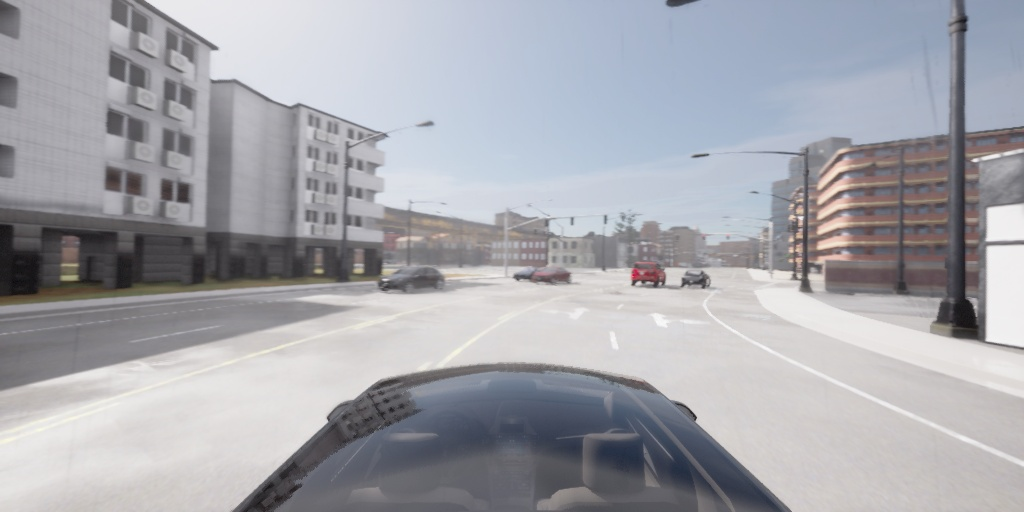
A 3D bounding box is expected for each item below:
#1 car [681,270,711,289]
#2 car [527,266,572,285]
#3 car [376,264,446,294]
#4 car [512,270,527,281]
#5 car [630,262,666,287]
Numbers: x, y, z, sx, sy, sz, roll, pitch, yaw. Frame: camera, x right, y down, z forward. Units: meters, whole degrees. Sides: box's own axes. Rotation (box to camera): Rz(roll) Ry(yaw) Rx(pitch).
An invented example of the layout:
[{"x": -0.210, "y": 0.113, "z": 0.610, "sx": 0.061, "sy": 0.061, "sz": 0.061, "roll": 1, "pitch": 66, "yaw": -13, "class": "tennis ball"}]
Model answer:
[{"x": 16.054, "y": 1.960, "z": 31.254, "sx": 2.128, "sy": 1.511, "sz": 4.902, "roll": 1, "pitch": -1, "yaw": 35, "class": "car"}, {"x": 3.598, "y": 1.683, "z": 31.545, "sx": 1.882, "sy": 1.535, "sz": 5.008, "roll": 1, "pitch": -1, "yaw": 33, "class": "car"}, {"x": -5.933, "y": 1.381, "z": 21.675, "sx": 1.837, "sy": 1.490, "sz": 4.892, "roll": 1, "pitch": -1, "yaw": 25, "class": "car"}, {"x": 2.104, "y": 1.774, "z": 35.670, "sx": 2.033, "sy": 1.411, "sz": 5.357, "roll": 1, "pitch": -1, "yaw": 32, "class": "car"}, {"x": 12.212, "y": 1.614, "z": 31.982, "sx": 2.150, "sy": 2.045, "sz": 5.566, "roll": 1, "pitch": -1, "yaw": 32, "class": "car"}]
